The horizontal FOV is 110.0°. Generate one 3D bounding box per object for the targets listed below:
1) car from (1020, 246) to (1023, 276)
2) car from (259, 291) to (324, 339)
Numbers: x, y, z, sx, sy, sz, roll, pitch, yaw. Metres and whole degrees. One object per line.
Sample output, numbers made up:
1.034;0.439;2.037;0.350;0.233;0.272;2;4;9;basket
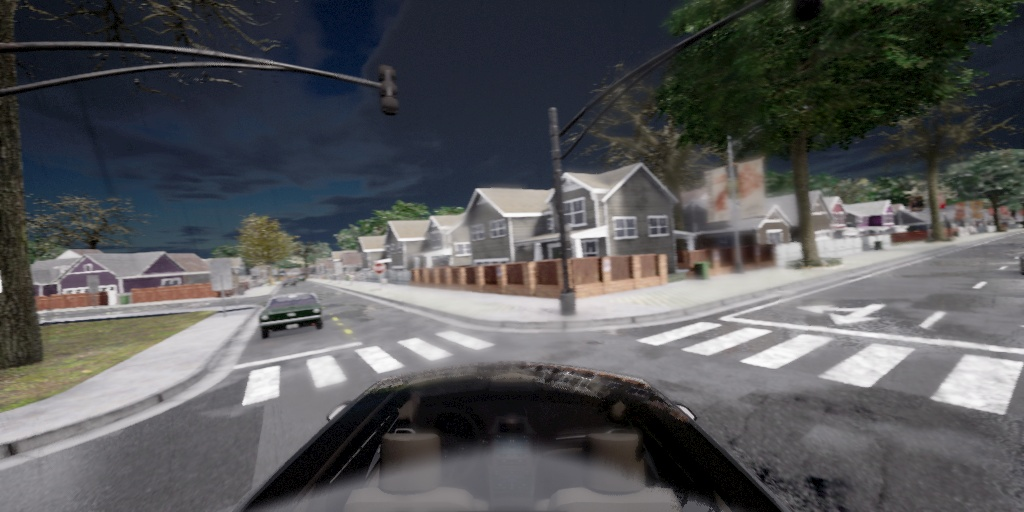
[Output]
19.959;-0.018;12.803;4.181;1.385;1.994;-5;1;-33;car
-8.286;2.078;13.643;1.895;1.301;4.718;-5;0;-29;car
